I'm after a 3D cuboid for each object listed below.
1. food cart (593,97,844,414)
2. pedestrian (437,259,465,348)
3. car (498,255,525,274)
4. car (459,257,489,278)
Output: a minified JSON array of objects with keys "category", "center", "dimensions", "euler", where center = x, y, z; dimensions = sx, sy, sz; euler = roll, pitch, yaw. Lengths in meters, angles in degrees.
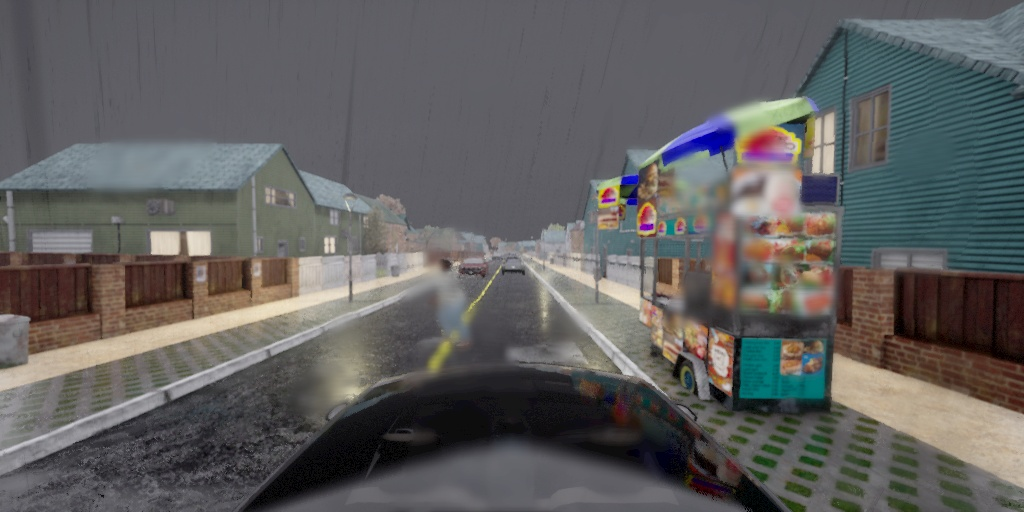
[{"category":"food cart","center":[3.012,0.144,5.934],"dimensions":[2.280,3.560,4.660],"euler":[0,0,0]},{"category":"pedestrian","center":[-1.255,0.948,7.419],"dimensions":[0.375,1.860,0.375],"euler":[-1,2,-2]},{"category":"car","center":[0.109,0.825,31.158],"dimensions":[1.994,1.385,4.181],"euler":[0,1,0]},{"category":"car","center":[-2.834,0.803,27.228],"dimensions":[1.882,1.535,5.008],"euler":[0,1,0]}]
